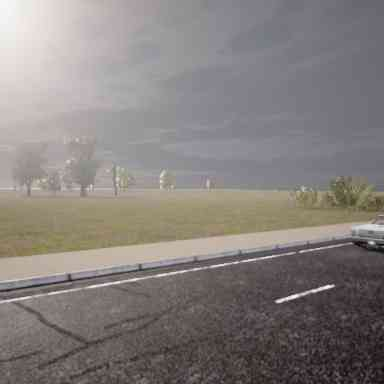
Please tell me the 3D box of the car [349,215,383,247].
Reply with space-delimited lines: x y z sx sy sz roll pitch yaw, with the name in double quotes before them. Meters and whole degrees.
"car" 8.543 1.599 13.787 4.718 1.301 1.895 0 0 -36
